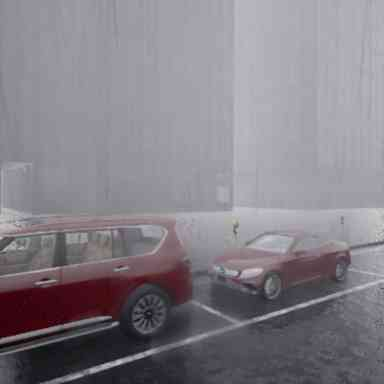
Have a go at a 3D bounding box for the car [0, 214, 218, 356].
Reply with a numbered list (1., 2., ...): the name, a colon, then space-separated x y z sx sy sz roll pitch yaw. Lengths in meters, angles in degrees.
1. car: -2.280 1.320 5.020 5.009 1.841 2.192 0 0 -35

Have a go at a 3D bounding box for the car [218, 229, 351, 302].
1. car: 2.342 1.618 8.315 4.206 1.307 1.802 0 0 -35
